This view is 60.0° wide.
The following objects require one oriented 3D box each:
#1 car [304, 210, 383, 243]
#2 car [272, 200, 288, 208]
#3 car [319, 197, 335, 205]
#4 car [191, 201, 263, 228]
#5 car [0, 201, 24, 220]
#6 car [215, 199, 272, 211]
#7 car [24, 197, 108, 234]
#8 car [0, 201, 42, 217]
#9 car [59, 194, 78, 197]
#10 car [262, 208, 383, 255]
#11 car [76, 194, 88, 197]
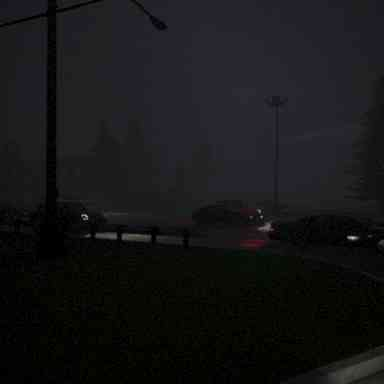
[{"bbox_3d":[8.105,1.659,16.366,4.718,1.301,1.895,0,0,24],"label":"car"},{"bbox_3d":[9.289,1.655,40.982,5.357,1.411,2.033,0,0,-27],"label":"car"},{"bbox_3d":[25.199,1.709,62.298,1.837,1.490,4.892,2,0,5],"label":"car"},{"bbox_3d":[2.197,1.575,22.870,4.674,1.442,1.812,0,0,24],"label":"car"},{"bbox_3d":[-14.252,1.476,26.456,5.008,1.535,1.882,0,0,24],"label":"car"},{"bbox_3d":[3.572,1.411,26.091,4.553,1.767,2.097,0,0,24],"label":"car"},{"bbox_3d":[-7.164,1.364,19.417,4.553,1.767,2.097,0,0,24],"label":"car"},{"bbox_3d":[-16.502,1.563,31.312,4.181,1.385,1.994,0,0,24],"label":"car"},{"bbox_3d":[-14.564,1.364,34.278,4.553,1.767,2.097,0,0,24],"label":"car"},{"bbox_3d":[5.870,1.592,13.533,5.357,1.411,2.033,0,0,24],"label":"car"},{"bbox_3d":[-12.746,1.247,37.297,5.566,2.045,2.150,0,0,24],"label":"car"}]
